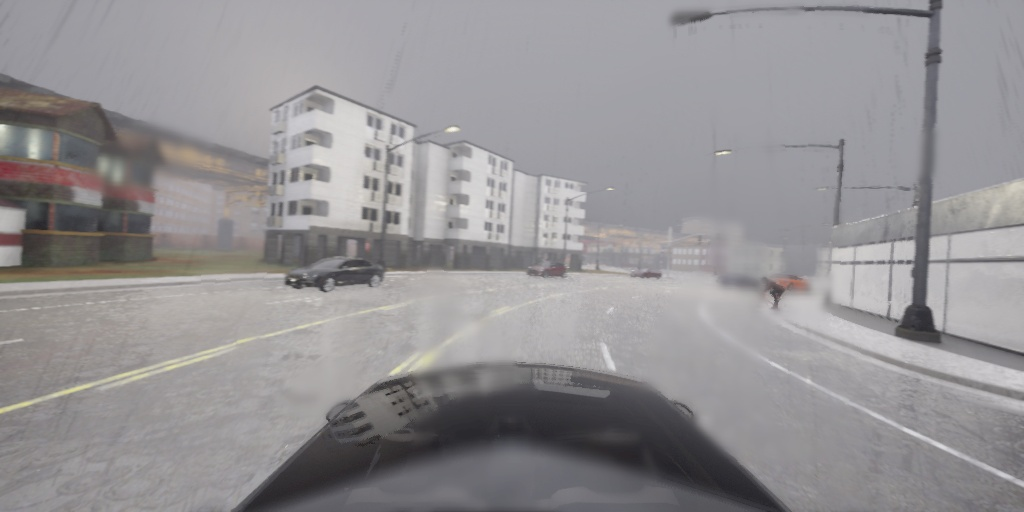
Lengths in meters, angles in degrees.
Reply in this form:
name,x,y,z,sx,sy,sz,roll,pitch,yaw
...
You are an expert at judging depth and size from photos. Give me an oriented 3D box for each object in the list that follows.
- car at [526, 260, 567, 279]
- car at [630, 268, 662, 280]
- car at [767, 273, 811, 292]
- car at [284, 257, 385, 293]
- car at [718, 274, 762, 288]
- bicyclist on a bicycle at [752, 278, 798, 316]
name,x,y,z,sx,sy,sz,roll,pitch,yaw
car,3.525,1.285,35.796,2.097,1.767,4.553,3,0,44
car,17.430,2.279,46.552,4.674,1.442,1.812,3,0,-28
car,28.193,2.679,36.420,4.553,1.767,2.097,3,0,-28
car,-8.058,0.795,16.820,1.837,1.490,4.892,2,-1,20
car,24.417,2.660,38.384,5.357,1.411,2.033,3,0,-28
bicyclist on a bicycle,11.202,1.737,15.397,1.656,1.620,0.582,-7,-5,28
